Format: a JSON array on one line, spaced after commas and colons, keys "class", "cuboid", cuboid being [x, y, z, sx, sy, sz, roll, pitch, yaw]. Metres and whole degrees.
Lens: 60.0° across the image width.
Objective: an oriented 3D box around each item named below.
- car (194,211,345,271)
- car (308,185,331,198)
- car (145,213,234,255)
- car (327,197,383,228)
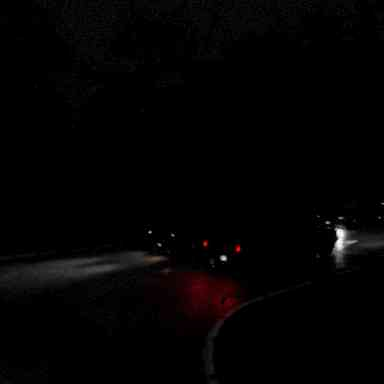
[{"class": "car", "cuboid": [2.596, 1.486, 10.477, 4.718, 1.301, 1.895, -1, 0, -38]}, {"class": "car", "cuboid": [17.372, 0.047, 44.329, 2.150, 2.045, 5.566, 0, 2, -36]}, {"class": "car", "cuboid": [0.537, 1.531, 13.214, 4.718, 1.301, 1.895, -1, 0, -39]}, {"class": "car", "cuboid": [9.724, 1.254, 20.171, 5.357, 1.411, 2.033, -2, 0, -36]}]
